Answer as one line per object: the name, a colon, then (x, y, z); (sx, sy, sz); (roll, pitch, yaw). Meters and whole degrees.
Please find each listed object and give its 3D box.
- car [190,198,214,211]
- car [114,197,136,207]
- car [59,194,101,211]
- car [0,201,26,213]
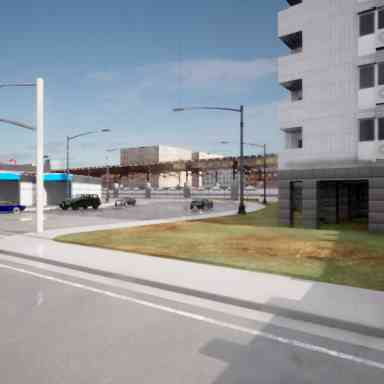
car: (1.285, 1.502, 41.663); (1.837, 1.490, 4.892); (0, 0, 23)
car: (-10.295, 1.487, 51.630); (2.128, 1.511, 4.902); (0, 0, 14)
car: (-14.058, 1.218, 42.216); (2.150, 2.045, 5.566); (0, 0, 29)
car: (-19.692, 1.597, 33.894); (1.895, 1.301, 4.718); (0, 0, 37)
